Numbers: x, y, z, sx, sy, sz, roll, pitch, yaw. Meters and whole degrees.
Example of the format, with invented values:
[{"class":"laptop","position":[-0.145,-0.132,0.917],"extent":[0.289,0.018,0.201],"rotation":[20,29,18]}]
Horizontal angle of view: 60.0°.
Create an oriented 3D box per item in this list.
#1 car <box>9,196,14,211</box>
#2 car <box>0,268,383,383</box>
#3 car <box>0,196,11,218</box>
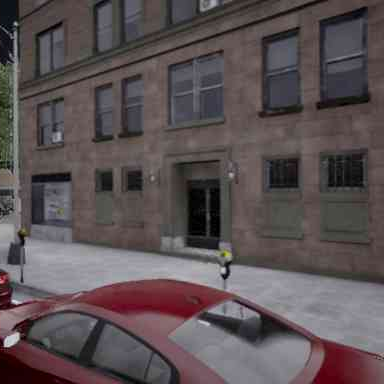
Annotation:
[{"class":"car","position":[-20.858,1.433,33.415],"extent":[2.150,2.045,5.566],"rotation":[-1,0,34]},{"class":"car","position":[-0.587,1.564,3.229],"extent":[4.507,1.381,1.887],"rotation":[-1,0,36]},{"class":"car","position":[-19.377,1.548,29.840],"extent":[2.097,1.767,4.553],"rotation":[-1,0,35]}]
